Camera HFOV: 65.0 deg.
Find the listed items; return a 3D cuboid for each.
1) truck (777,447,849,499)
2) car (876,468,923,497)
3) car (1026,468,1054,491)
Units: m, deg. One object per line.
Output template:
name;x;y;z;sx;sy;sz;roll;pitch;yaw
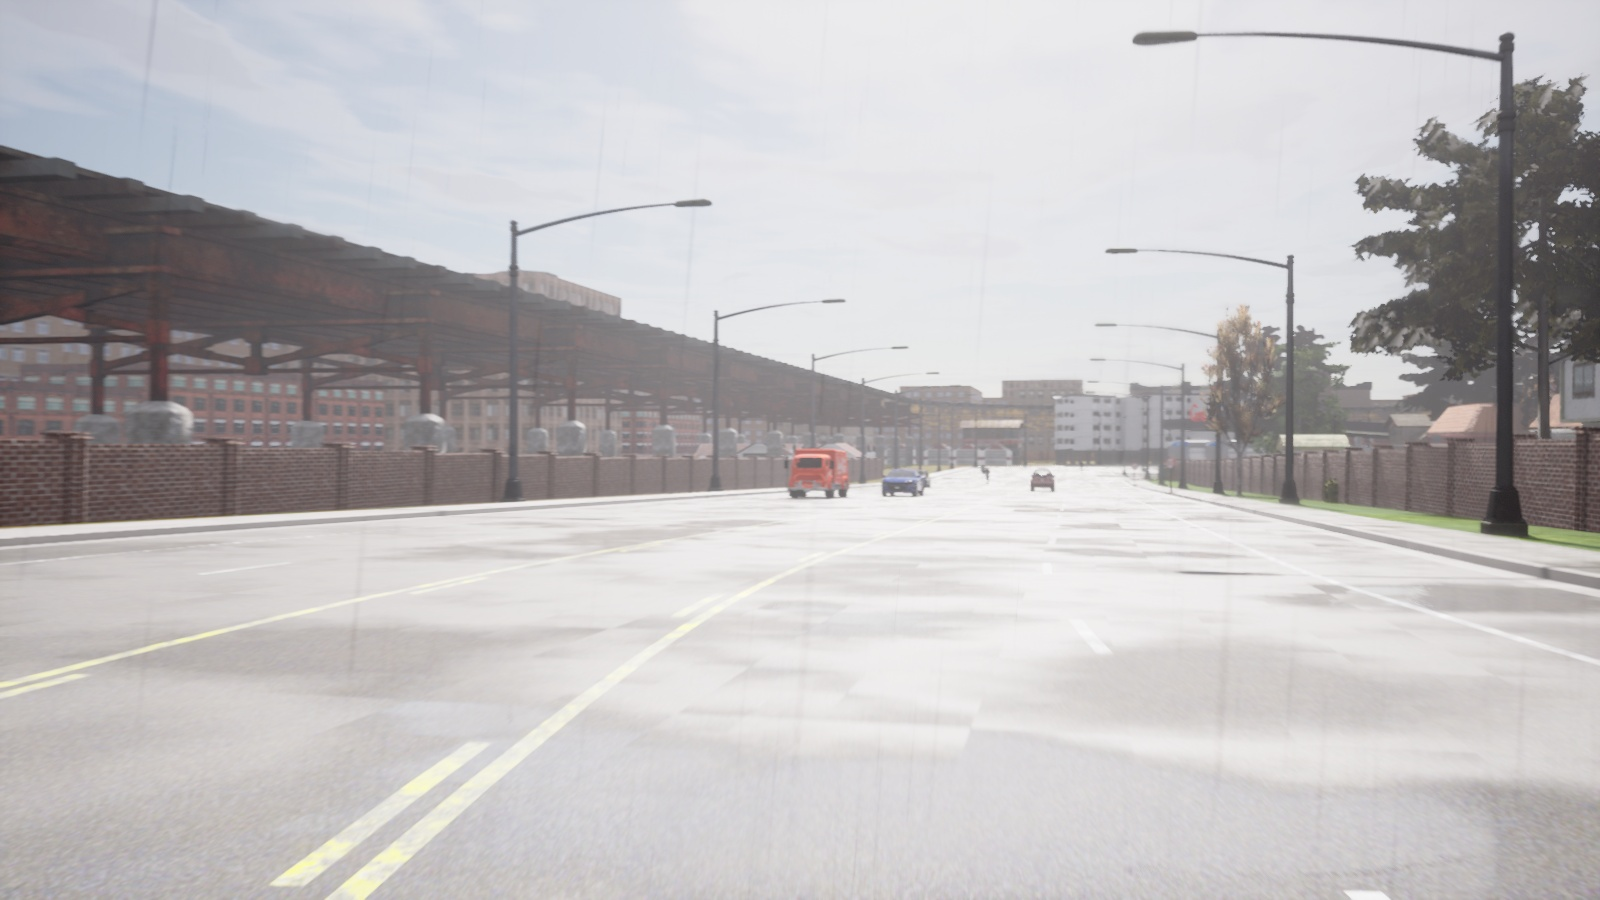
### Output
truck;0.732;1.158;63.410;2.627;2.467;5.204;0;-1;12
car;5.510;1.756;69.005;1.882;1.535;5.008;0;-1;12
car;17.522;2.151;91.597;1.851;1.617;3.988;0;-1;12
